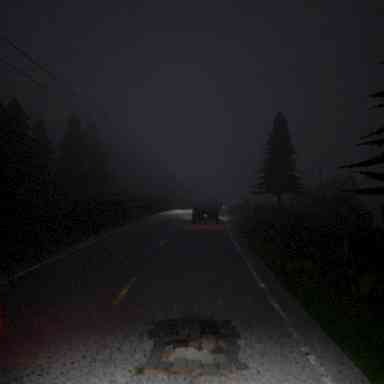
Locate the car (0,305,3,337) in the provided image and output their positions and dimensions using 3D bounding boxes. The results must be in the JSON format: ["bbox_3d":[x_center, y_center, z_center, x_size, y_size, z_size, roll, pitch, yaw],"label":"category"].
[{"bbox_3d":[-3.268,1.220,1.566,2.150,2.045,5.566,0,0,0],"label":"car"}]

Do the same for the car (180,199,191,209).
[{"bbox_3d":[-0.354,1.576,43.596,1.895,1.301,4.718,0,0,8],"label":"car"}]

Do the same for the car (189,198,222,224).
[{"bbox_3d":[1.095,1.463,25.037,1.882,1.535,5.008,0,0,4],"label":"car"}]
